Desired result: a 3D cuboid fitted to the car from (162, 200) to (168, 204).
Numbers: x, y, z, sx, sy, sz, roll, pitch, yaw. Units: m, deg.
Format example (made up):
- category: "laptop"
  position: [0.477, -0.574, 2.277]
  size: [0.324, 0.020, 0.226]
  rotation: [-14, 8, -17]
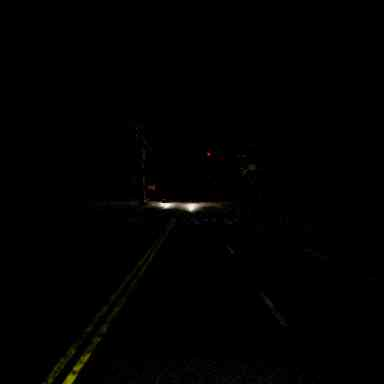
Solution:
- category: "car"
  position: [-7.636, 2.809, 94.582]
  size: [1.895, 1.301, 4.718]
  rotation: [0, -1, -4]
